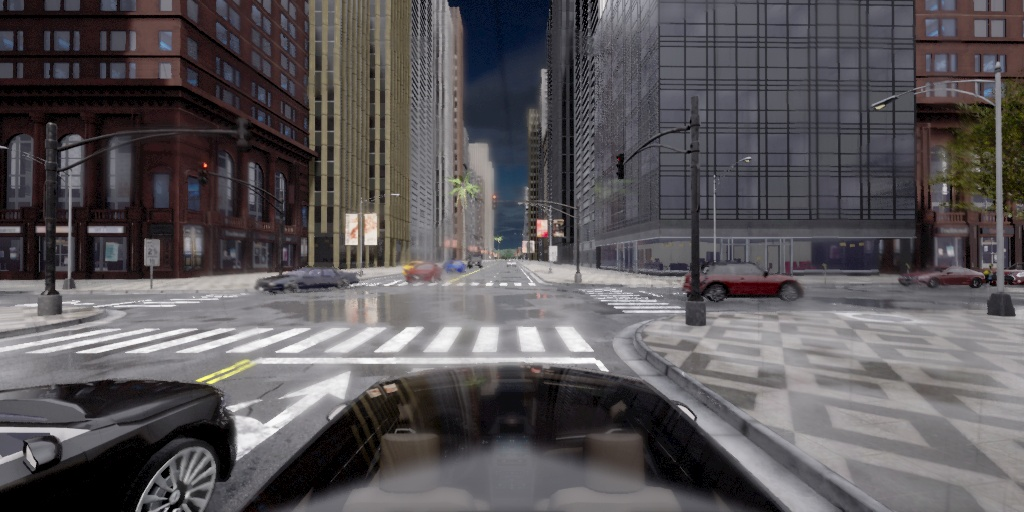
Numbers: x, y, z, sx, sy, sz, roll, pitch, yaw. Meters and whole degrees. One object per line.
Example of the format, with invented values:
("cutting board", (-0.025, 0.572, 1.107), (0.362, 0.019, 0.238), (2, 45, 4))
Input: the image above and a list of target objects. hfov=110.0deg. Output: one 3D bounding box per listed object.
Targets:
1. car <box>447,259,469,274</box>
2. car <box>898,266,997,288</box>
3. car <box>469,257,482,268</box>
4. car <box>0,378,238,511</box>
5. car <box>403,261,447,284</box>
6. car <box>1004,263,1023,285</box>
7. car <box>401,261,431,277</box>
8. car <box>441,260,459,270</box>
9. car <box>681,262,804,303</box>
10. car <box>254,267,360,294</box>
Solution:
("car", (-6.680, 1.322, 43.198), (1.882, 1.535, 5.008), (0, 0, 0))
("car", (26.426, 1.276, 22.052), (4.207, 1.307, 1.802), (0, 0, -1))
("car", (-6.649, 1.158, 64.915), (2.150, 2.045, 5.566), (0, -1, 0))
("car", (-3.138, 1.241, 0.952), (2.128, 1.511, 4.902), (0, 0, -1))
("car", (-6.647, 1.276, 27.648), (1.882, 1.535, 5.008), (0, 0, 0))
("car", (32.064, 1.118, 22.151), (4.097, 1.591, 1.967), (0, 0, -1))
("car", (-9.912, 1.303, 37.454), (1.882, 1.535, 5.008), (0, 0, 0))
("car", (-9.938, 1.451, 57.951), (2.033, 1.411, 5.357), (0, 0, 0))
("car", (10.106, 1.052, 15.872), (4.553, 1.767, 2.097), (0, 0, 0))
("car", (-11.564, 1.333, 20.782), (2.033, 1.411, 5.357), (0, 0, 30))
